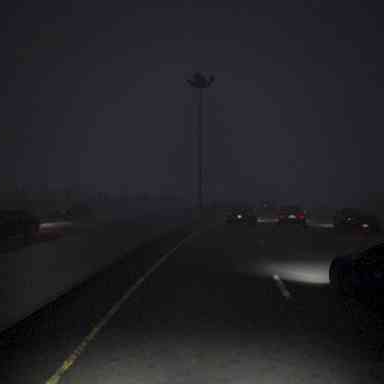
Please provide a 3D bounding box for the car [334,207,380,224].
[{"bbox_3d":[9.772,1.610,19.927,1.812,1.442,4.674,0,0,14],"label":"car"}]

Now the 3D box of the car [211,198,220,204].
[{"bbox_3d":[4.760,1.776,59.538,1.895,1.301,4.718,0,0,20],"label":"car"}]

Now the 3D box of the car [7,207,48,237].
[{"bbox_3d":[-9.143,1.513,15.511,1.837,1.490,4.892,0,0,10],"label":"car"}]

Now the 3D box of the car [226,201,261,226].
[{"bbox_3d":[3.728,1.639,24.353,1.994,1.385,4.181,0,0,15],"label":"car"}]

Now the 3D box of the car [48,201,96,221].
[{"bbox_3d":[-10.035,1.514,27.821,1.882,1.535,5.008,0,0,16],"label":"car"}]

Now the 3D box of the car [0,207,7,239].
[{"bbox_3d":[-6.603,1.348,7.296,2.097,1.767,4.553,0,0,5],"label":"car"}]

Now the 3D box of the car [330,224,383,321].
[{"bbox_3d":[3.944,1.554,5.699,1.812,1.442,4.674,0,0,4],"label":"car"}]

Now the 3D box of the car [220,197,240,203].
[{"bbox_3d":[6.676,1.654,54.583,2.128,1.511,4.902,0,0,20],"label":"car"}]

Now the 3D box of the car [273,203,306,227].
[{"bbox_3d":[7.052,1.631,23.562,2.033,1.411,5.357,0,0,16],"label":"car"}]

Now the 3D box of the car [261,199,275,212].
[{"bbox_3d":[9.376,1.640,41.103,2.163,1.488,4.792,0,0,20],"label":"car"}]
